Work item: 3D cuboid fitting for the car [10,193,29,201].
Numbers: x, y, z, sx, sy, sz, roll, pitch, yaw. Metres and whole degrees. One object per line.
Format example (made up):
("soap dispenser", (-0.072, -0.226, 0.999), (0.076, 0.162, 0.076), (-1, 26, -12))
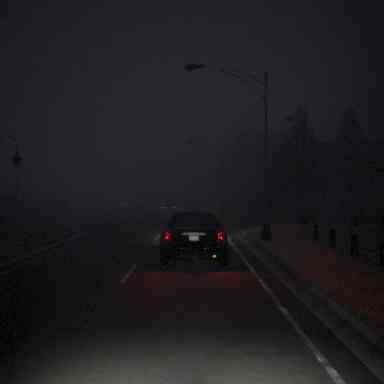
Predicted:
("car", (-42.925, 1.219, 82.811), (3.866, 1.878, 1.905), (0, 0, 0))

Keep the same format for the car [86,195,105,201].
("car", (-25.047, 1.446, 86.469), (4.514, 1.523, 2.007), (0, 0, 0))

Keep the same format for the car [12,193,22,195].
("car", (-35.765, 1.416, 67.069), (4.514, 1.523, 2.007), (0, 0, 0))

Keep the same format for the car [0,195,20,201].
("car", (-43.536, 1.498, 79.486), (3.806, 1.475, 1.970), (0, 0, 0))

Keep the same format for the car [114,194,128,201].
("car", (-17.672, 1.286, 76.391), (5.027, 1.636, 2.152), (0, 0, 0))

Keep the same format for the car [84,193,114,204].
("car", (-17.257, 1.206, 60.691), (4.605, 1.855, 1.932), (0, 0, 0))

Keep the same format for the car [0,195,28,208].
("car", (-24.811, 1.469, 45.086), (3.806, 1.475, 1.970), (0, 0, 0))

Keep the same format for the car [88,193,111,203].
("car", (-17.670, 1.189, 63.597), (3.866, 1.878, 1.905), (0, 0, 0))

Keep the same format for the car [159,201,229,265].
("car", (0.071, 1.370, 11.839), (2.097, 1.767, 4.553), (0, 0, 0))

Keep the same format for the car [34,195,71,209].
("car", (-17.390, 1.454, 42.107), (3.633, 1.501, 1.845), (0, 0, 0))

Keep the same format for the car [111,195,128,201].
("car", (-17.997, 1.374, 82.808), (3.806, 1.475, 1.970), (0, 0, 0))

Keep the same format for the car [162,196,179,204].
("car", (-3.579, 1.433, 52.874), (2.097, 1.767, 4.553), (0, 0, 0))
